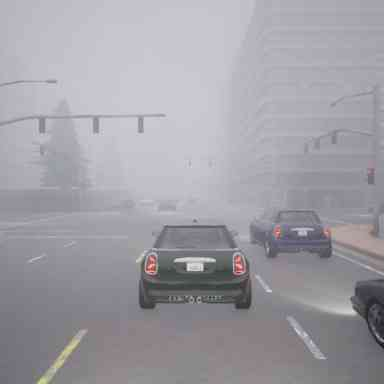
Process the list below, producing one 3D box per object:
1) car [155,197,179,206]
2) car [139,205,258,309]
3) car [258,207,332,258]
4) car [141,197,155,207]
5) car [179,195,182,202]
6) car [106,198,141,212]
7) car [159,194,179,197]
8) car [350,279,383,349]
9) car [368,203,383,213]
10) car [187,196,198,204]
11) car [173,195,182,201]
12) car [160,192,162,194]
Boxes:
[{"bbox_3d":[-2.947,1.551,38.226,1.994,1.385,4.181,0,-1,-8],"label":"car"},{"bbox_3d":[0.067,1.352,8.029,2.097,1.767,4.553,0,0,0],"label":"car"},{"bbox_3d":[3.581,1.352,12.869,2.097,1.767,4.553,0,0,0],"label":"car"},{"bbox_3d":[-7.117,1.526,52.670,1.812,1.442,4.674,0,0,0],"label":"car"},{"bbox_3d":[-3.536,1.494,68.105,2.128,1.511,4.902,0,0,0],"label":"car"},{"bbox_3d":[-8.072,1.503,38.417,1.837,1.490,4.892,1,0,17],"label":"car"},{"bbox_3d":[-3.617,1.492,52.029,2.128,1.511,4.902,0,0,0],"label":"car"},{"bbox_3d":[3.597,1.547,3.162,2.033,1.411,5.357,0,0,0],"label":"car"},{"bbox_3d":[19.922,1.492,32.505,5.357,1.411,2.033,0,0,-18],"label":"car"},{"bbox_3d":[0.072,1.491,62.527,2.128,1.511,4.902,0,0,0],"label":"car"},{"bbox_3d":[-3.537,1.542,82.860,1.994,1.385,4.181,0,0,0],"label":"car"},{"bbox_3d":[-7.036,1.346,82.362,2.097,1.767,4.553,0,0,0],"label":"car"}]
